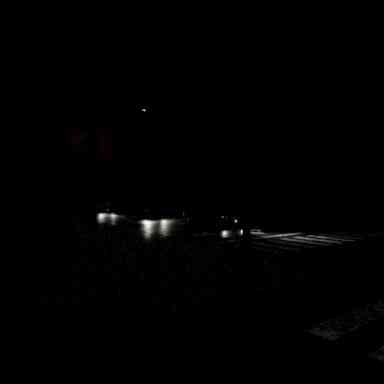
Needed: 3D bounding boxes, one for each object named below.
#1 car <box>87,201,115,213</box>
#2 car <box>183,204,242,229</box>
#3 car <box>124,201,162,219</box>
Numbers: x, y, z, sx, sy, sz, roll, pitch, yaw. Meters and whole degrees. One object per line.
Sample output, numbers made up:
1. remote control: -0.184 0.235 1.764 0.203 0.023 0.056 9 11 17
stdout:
1. car: -10.779 1.743 39.351 1.895 1.301 4.718 0 0 -36
2. car: 1.281 1.554 22.559 2.128 1.511 4.902 0 0 -36
3. car: -4.547 1.579 30.666 1.882 1.535 5.008 0 0 -35
